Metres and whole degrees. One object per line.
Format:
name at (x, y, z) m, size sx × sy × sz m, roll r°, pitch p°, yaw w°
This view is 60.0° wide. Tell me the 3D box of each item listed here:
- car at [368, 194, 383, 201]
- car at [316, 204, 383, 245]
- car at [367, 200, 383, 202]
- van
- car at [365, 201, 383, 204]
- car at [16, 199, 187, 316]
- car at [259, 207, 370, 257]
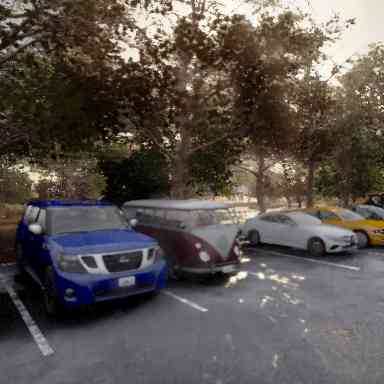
car at (13.042, 1.125, 19.491) m, size 2.435 × 2.045 × 5.566 m, roll 0°, pitch 0°, yaw -36°
car at (6.251, 1.421, 14.626) m, size 2.097 × 1.535 × 5.008 m, roll 0°, pitch 0°, yaw -36°
car at (10.751, 1.421, 17.906) m, size 2.163 × 1.488 × 4.792 m, roll 0°, pitch 0°, yaw -36°
van at (-0.452, 1.237, 9.635) m, size 1.878 × 1.987 × 4.442 m, roll 0°, pitch 0°, yaw -36°
car at (8.508, 1.407, 16.258) m, size 2.231 × 1.521 × 4.892 m, roll 0°, pitch 0°, yaw -36°
car at (-2.761, 1.226, 8.076) m, size 2.435 × 2.045 × 5.566 m, roll 0°, pitch 0°, yaw -36°
car at (3.995, 1.476, 12.993) m, size 2.002 × 1.452 × 4.674 m, roll 0°, pitch 0°, yaw -36°
